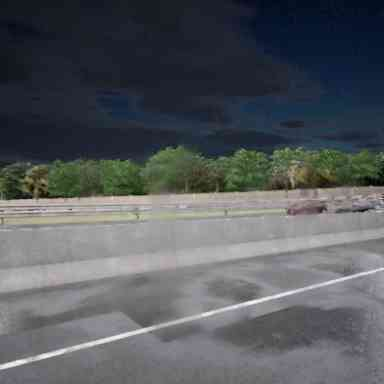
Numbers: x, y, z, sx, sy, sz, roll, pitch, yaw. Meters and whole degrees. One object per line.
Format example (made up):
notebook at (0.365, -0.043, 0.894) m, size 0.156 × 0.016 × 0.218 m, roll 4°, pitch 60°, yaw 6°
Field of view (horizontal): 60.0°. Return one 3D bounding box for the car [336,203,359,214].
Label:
car at (16.168, 1.752, 32.676) m, size 4.718 × 1.301 × 1.895 m, roll -1°, pitch 0°, yaw -35°

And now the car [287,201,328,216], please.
car at (11.777, 1.648, 33.862) m, size 5.008 × 1.535 × 1.882 m, roll 0°, pitch 0°, yaw -35°

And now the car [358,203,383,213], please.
car at (16.685, 1.728, 28.759) m, size 4.181 × 1.385 × 1.994 m, roll 0°, pitch 0°, yaw -35°
